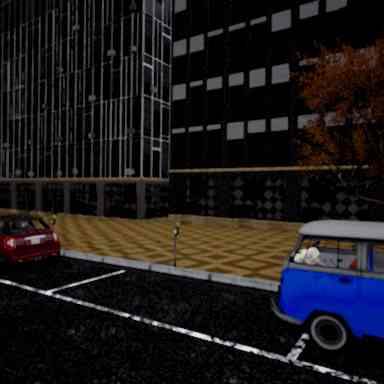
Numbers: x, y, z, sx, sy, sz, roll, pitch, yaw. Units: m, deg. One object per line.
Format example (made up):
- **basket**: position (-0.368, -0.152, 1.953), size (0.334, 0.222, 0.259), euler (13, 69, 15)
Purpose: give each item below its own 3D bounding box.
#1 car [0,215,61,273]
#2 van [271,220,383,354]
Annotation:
- **car**: position (-6.187, 1.461, 10.773), size (4.097, 1.590, 1.967), euler (0, 1, 33)
- **van**: position (3.216, 1.347, 4.598), size (3.998, 1.788, 1.690), euler (0, 1, 33)
